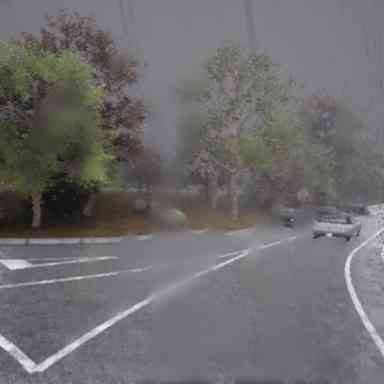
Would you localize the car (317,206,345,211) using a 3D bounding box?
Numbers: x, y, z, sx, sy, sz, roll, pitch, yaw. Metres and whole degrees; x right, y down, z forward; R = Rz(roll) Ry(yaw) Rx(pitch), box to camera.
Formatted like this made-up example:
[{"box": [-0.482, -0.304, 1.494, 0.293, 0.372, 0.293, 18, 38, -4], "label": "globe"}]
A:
[{"box": [12.512, 2.022, 31.047, 1.895, 1.301, 4.718, 3, 1, 35], "label": "car"}]

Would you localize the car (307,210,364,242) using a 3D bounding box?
[{"box": [8.278, 1.944, 18.856, 1.895, 1.301, 4.718, 3, 0, 34], "label": "car"}]

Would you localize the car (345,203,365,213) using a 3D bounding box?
[{"box": [21.561, 2.144, 43.866, 2.033, 1.411, 5.357, 3, 1, 36], "label": "car"}]

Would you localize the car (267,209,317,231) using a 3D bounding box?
[{"box": [6.852, 1.859, 22.917, 1.895, 1.301, 4.718, 3, 0, 34], "label": "car"}]
